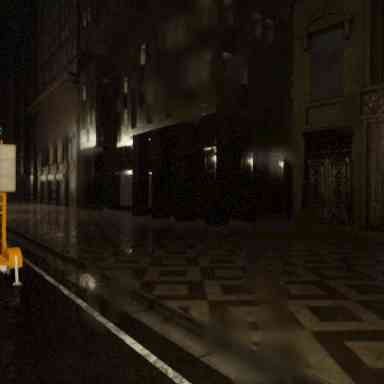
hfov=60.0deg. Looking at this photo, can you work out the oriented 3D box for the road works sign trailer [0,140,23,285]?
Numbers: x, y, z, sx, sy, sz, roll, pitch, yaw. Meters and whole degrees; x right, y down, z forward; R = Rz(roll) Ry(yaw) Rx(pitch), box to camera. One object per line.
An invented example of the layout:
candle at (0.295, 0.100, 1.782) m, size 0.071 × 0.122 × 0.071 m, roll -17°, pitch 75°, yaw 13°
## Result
road works sign trailer at (-5.792, 0.415, 8.415) m, size 2.380 × 3.560 × 2.880 m, roll 0°, pitch 0°, yaw -38°
